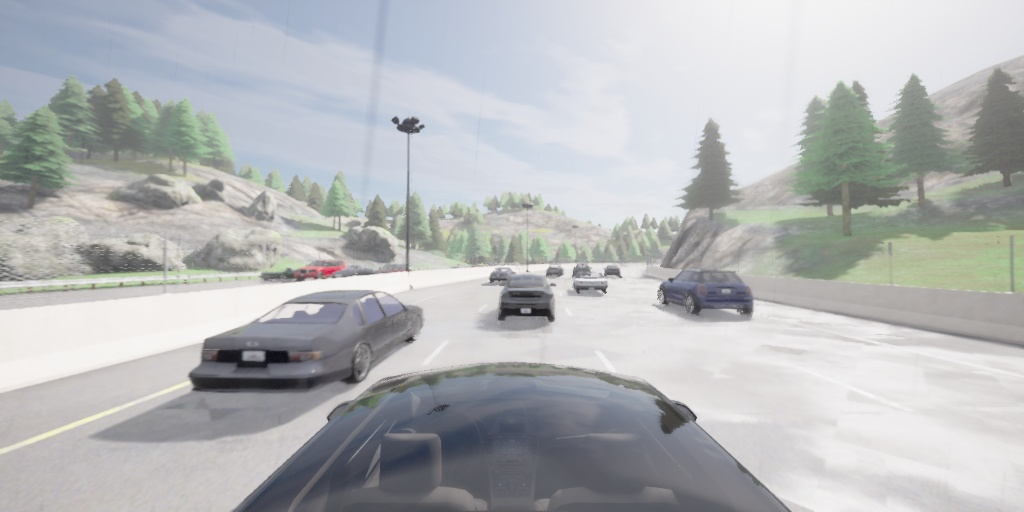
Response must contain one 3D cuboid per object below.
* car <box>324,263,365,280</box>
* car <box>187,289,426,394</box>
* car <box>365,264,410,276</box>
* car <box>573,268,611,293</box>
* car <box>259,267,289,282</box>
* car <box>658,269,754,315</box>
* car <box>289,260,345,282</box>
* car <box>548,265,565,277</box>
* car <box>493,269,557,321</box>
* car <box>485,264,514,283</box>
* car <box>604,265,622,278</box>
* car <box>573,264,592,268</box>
[{"bbox_3d":[-14.860,1.655,33.754,2.128,1.511,4.902,0,-1,9],"label":"car"},{"bbox_3d":[-3.253,1.366,7.112,2.033,1.411,5.357,0,-1,1],"label":"car"},{"bbox_3d":[-11.324,1.522,33.653,2.097,1.767,4.553,0,-1,9],"label":"car"},{"bbox_3d":[5.018,1.666,23.437,1.895,1.301,4.718,0,-1,7],"label":"car"},{"bbox_3d":[-21.798,1.762,34.832,1.895,1.301,4.718,0,-1,9],"label":"car"},{"bbox_3d":[7.708,1.302,14.769,2.097,1.767,4.553,0,-1,4],"label":"car"},{"bbox_3d":[-18.272,1.393,34.699,2.150,2.045,5.566,0,-1,9],"label":"car"},{"bbox_3d":[5.593,1.871,45.775,2.128,1.511,4.902,0,-1,15],"label":"car"},{"bbox_3d":[0.578,1.420,13.282,1.837,1.490,4.892,0,0,4],"label":"car"},{"bbox_3d":[-0.722,1.728,32.639,2.033,1.411,5.357,0,-1,10],"label":"car"},{"bbox_3d":[12.498,1.884,44.542,1.837,1.490,4.892,-1,-1,15],"label":"car"},{"bbox_3d":[8.241,1.680,41.752,2.097,1.767,4.553,0,-1,13],"label":"car"}]
